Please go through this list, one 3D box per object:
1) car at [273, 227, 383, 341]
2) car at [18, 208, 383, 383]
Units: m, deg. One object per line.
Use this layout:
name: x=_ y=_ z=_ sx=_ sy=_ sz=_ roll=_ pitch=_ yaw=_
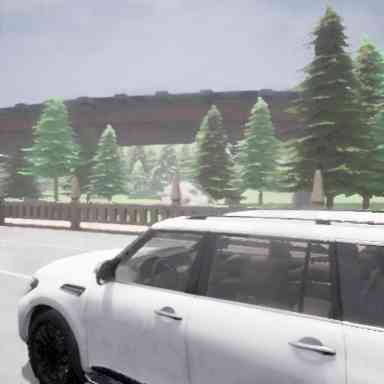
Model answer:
car: x=4.218 y=1.511 z=5.231 sx=5.357 sy=1.411 sz=2.033 roll=0 pitch=0 yaw=35
car: x=0.484 y=1.200 z=3.513 sx=5.566 sy=2.045 sz=2.150 roll=0 pitch=0 yaw=35
